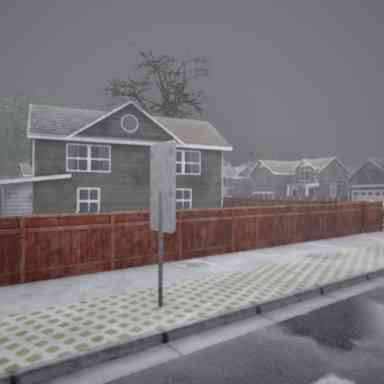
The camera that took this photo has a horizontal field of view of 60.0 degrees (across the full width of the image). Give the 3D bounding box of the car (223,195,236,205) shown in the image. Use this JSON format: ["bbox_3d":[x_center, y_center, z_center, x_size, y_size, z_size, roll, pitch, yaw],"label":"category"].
[{"bbox_3d":[4.768,1.171,44.834,2.097,1.767,4.553,0,0,-27],"label":"car"}]

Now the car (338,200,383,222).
[{"bbox_3d":[13.704,1.426,25.197,1.837,1.490,4.892,0,0,-23],"label":"car"}]

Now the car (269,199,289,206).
[{"bbox_3d":[9.625,1.434,34.585,1.994,1.385,4.181,0,0,-25],"label":"car"}]

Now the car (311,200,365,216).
[{"bbox_3d":[14.009,1.501,32.181,1.895,1.301,4.718,0,0,-24],"label":"car"}]
